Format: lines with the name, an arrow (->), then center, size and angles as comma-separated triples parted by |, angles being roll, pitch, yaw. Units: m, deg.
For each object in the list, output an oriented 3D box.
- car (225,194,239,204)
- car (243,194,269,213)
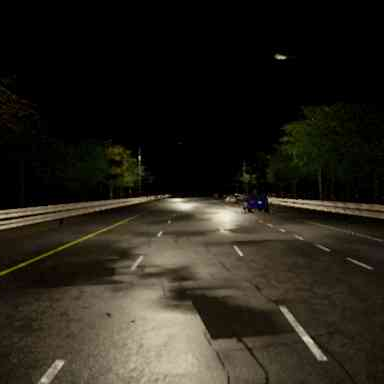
car -> 7.112, 1.523, 61.124 | 1.812, 1.442, 4.674 | 0, 0, 0
car -> 7.065, 1.221, 37.195 | 2.150, 2.045, 5.566 | 0, 0, 0
